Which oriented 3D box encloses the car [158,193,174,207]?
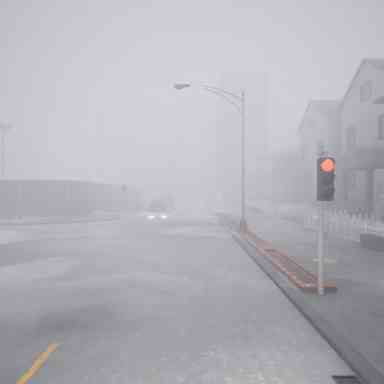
[{"bbox_3d":[-4.046,1.221,51.551,2.150,2.045,5.566,0,0,1],"label":"car"}]

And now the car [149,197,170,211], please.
[{"bbox_3d":[-4.074,1.601,40.911,1.895,1.301,4.718,0,0,0],"label":"car"}]
